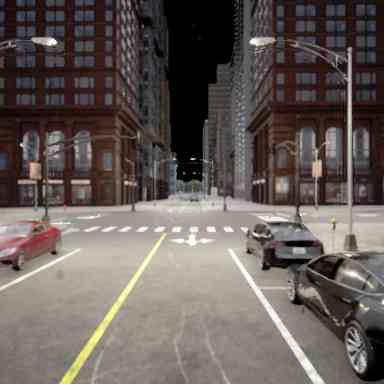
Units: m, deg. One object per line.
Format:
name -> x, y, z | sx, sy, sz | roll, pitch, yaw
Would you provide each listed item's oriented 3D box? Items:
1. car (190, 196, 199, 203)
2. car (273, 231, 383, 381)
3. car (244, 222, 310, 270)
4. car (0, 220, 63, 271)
car -> 0.554, 1.728, 79.065 | 2.097, 1.767, 4.553 | 0, 0, 1
car -> 2.857, 1.586, 5.313 | 1.947, 1.339, 4.313 | 0, 0, 0
car -> 2.858, 1.609, 10.954 | 1.947, 1.339, 4.313 | 0, 0, 0
car -> -5.667, 1.625, 10.958 | 1.802, 1.307, 4.206 | 0, 0, 0
